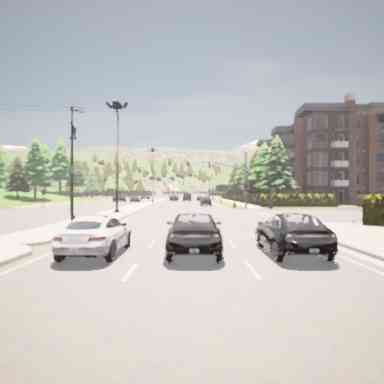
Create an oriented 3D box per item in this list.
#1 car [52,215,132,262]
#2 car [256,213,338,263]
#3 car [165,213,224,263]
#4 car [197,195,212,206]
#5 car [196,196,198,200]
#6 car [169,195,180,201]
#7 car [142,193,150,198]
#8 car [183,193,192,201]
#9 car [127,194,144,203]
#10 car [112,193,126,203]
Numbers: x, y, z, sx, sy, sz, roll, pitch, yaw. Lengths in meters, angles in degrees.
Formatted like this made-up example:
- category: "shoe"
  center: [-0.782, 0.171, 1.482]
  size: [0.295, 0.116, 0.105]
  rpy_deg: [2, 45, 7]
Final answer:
- category: "car"
  center: [-3.425, 1.541, 11.983]
  size: [1.812, 1.442, 4.674]
  rpy_deg: [0, 0, 0]
- category: "car"
  center: [3.576, 1.507, 12.113]
  size: [2.128, 1.511, 4.902]
  rpy_deg: [0, 0, 0]
- category: "car"
  center: [0.076, 1.507, 12.100]
  size: [2.128, 1.511, 4.902]
  rpy_deg: [0, 0, 0]
- category: "car"
  center: [2.308, 1.573, 55.841]
  size: [1.837, 1.490, 4.892]
  rpy_deg: [0, 0, -1]
- category: "car"
  center: [2.243, 1.628, 86.977]
  size: [2.128, 1.511, 4.902]
  rpy_deg: [0, 0, 0]
- category: "car"
  center: [-4.757, 1.462, 86.807]
  size: [2.097, 1.767, 4.553]
  rpy_deg: [0, 0, 0]
- category: "car"
  center: [-12.754, 1.151, 91.144]
  size: [2.150, 2.045, 5.566]
  rpy_deg: [0, 0, 0]
- category: "car"
  center: [-1.258, 1.325, 86.118]
  size: [2.150, 2.045, 5.566]
  rpy_deg: [0, 0, 0]
- category: "car"
  center: [-12.767, 1.645, 74.713]
  size: [1.994, 1.385, 4.181]
  rpy_deg: [0, 0, 0]
- category: "car"
  center: [-16.267, 1.317, 74.684]
  size: [2.150, 2.045, 5.566]
  rpy_deg: [0, 0, 0]
